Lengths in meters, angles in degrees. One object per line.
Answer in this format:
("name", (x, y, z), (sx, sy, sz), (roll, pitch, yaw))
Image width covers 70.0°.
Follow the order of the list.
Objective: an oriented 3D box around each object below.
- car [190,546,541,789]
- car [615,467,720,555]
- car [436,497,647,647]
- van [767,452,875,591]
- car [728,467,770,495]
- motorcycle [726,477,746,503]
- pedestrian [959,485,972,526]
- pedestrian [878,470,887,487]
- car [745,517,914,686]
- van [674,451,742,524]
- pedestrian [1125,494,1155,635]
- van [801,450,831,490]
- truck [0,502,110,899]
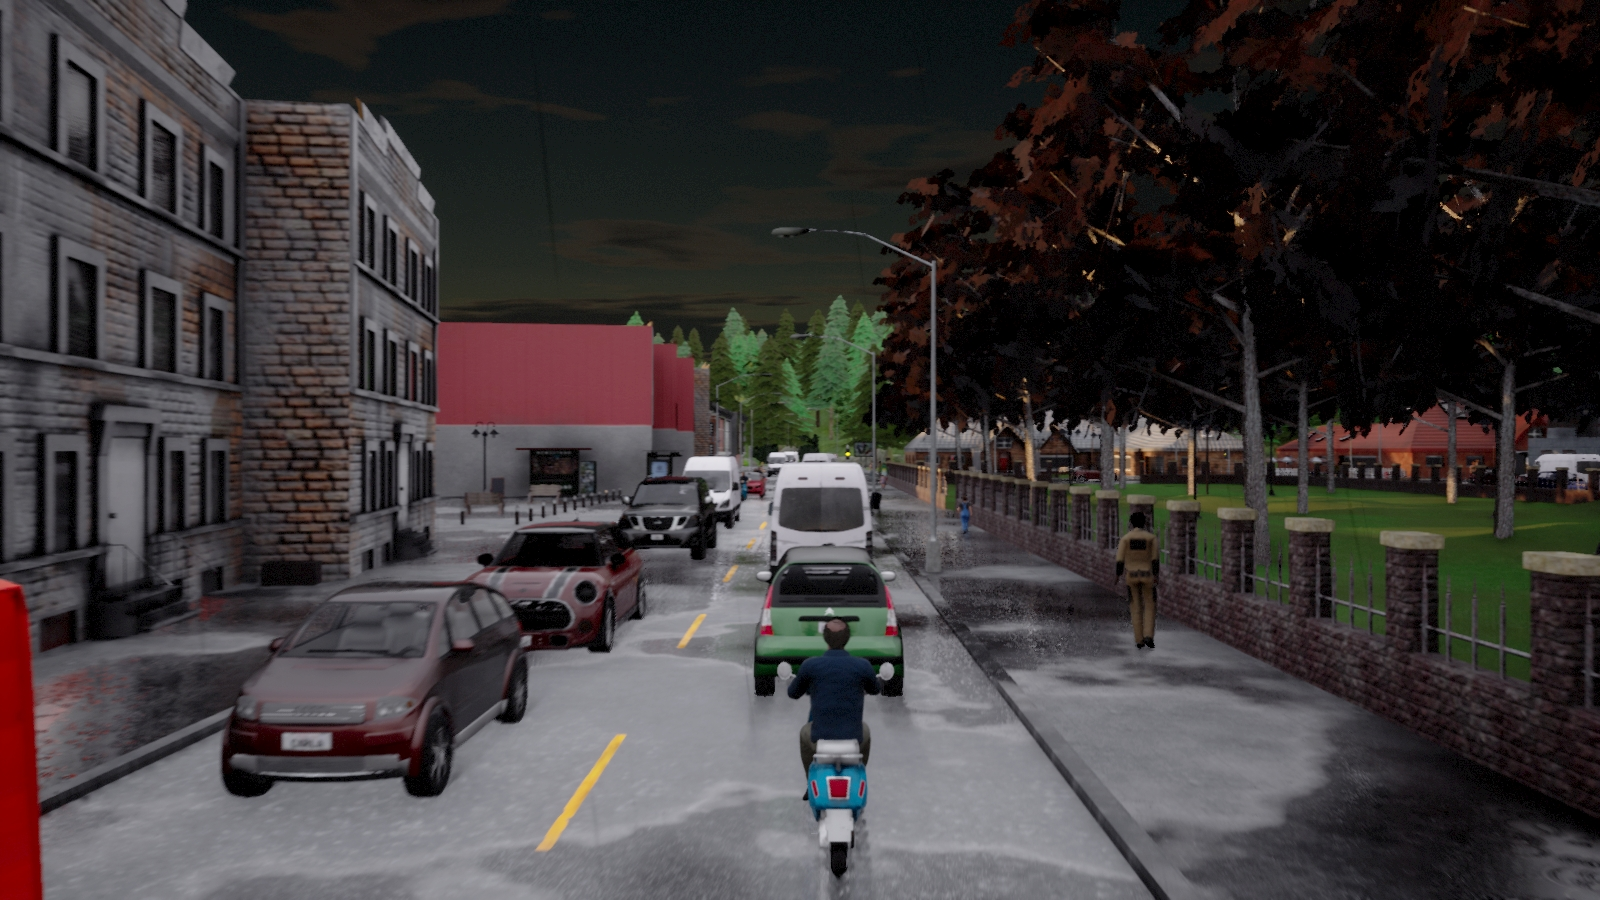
("car", (-3.716, 1.808, 10.521), (1.789, 1.549, 3.705), (0, 0, 1))
("car", (-3.460, 1.557, 30.948), (2.150, 2.045, 5.566), (0, 0, 1))
("car", (-3.674, 1.685, 17.171), (2.097, 1.767, 4.553), (0, 0, 1))
("van", (0.420, 1.315, 23.989), (1.988, 2.561, 5.915), (0, 0, 1))
("car", (-3.038, 1.841, 68.483), (2.231, 1.480, 4.892), (0, 1, 1))
("motorcycle", (-3.178, 1.987, 57.130), (0.867, 1.251, 2.209), (0, 0, 1))
("pedestrian", (5.369, 1.808, 37.085), (0.375, 1.300, 0.375), (0, 0, 1))
("pedestrian", (5.485, 1.909, 75.725), (0.500, 1.100, 0.500), (0, 0, -5))
("car", (0.338, 1.780, 14.534), (1.851, 1.617, 3.988), (0, 0, 0))
("van", (-3.360, 1.315, 42.893), (1.988, 2.561, 5.915), (0, 0, 1))
("pedestrian", (4.590, 1.527, 15.420), (0.375, 1.860, 0.375), (0, 0, 18))
("van", (1.069, 1.316, 77.379), (1.988, 2.561, 5.915), (0, 0, 1))
("truck", (-3.816, 1.365, 1.479), (2.627, 2.467, 5.204), (0, -1, 1))
